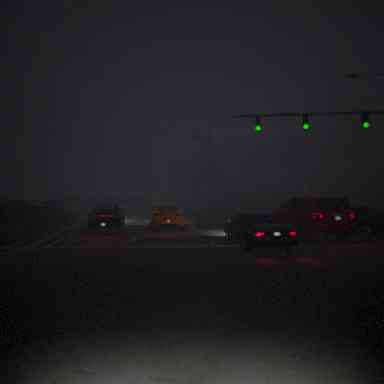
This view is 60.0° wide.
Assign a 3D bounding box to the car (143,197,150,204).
[{"bbox_3d":[-9.194,1.558,59.781,4.181,1.385,1.994,0,0,41],"label":"car"}]

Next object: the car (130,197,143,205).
[{"bbox_3d":[-11.033,1.600,56.710,4.718,1.301,1.895,0,0,41],"label":"car"}]

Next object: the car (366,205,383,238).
[{"bbox_3d":[9.354,1.479,17.737,1.837,1.490,4.892,0,0,-6],"label":"car"}]

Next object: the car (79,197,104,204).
[{"bbox_3d":[-19.040,1.615,62.820,4.718,1.301,1.895,0,0,31],"label":"car"}]

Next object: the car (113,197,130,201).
[{"bbox_3d":[-12.768,1.482,53.531,5.008,1.535,1.882,0,0,41],"label":"car"}]

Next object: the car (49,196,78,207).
[{"bbox_3d":[-19.906,1.371,50.552,4.553,1.767,2.097,0,0,38],"label":"car"}]

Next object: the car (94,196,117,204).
[{"bbox_3d":[-17.139,1.555,65.760,4.181,1.385,1.994,0,0,31],"label":"car"}]

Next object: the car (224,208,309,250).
[{"bbox_3d":[2.739,1.536,14.244,2.033,1.411,5.357,0,0,-6],"label":"car"}]

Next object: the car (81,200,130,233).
[{"bbox_3d":[-5.065,1.493,20.018,2.128,1.511,4.902,0,0,-8],"label":"car"}]

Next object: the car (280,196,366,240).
[{"bbox_3d":[5.951,1.203,16.897,2.150,2.045,5.566,0,0,-6],"label":"car"}]

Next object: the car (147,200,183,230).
[{"bbox_3d":[-1.695,1.472,21.117,1.882,1.535,5.008,0,0,-8],"label":"car"}]

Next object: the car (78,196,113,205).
[{"bbox_3d":[-14.726,1.556,50.568,5.357,1.411,2.033,0,0,45],"label":"car"}]
